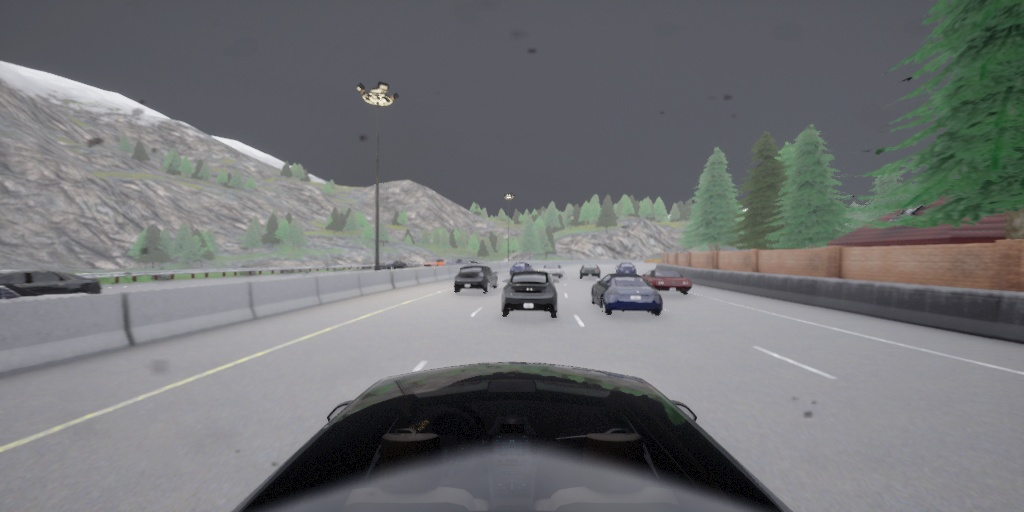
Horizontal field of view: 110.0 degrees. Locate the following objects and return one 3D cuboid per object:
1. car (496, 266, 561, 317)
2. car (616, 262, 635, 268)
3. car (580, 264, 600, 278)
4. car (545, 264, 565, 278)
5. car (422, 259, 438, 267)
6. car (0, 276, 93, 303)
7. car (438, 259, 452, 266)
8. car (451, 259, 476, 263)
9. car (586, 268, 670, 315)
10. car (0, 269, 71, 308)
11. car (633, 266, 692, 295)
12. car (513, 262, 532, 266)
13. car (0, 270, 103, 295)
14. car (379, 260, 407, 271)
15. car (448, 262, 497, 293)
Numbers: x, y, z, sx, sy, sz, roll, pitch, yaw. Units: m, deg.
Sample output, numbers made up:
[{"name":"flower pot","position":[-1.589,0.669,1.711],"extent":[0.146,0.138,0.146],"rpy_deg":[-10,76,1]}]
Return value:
[{"name":"car","position":[0.700,1.282,13.396],"extent":[1.837,1.490,4.892],"rpy_deg":[0,0,5]},{"name":"car","position":[11.817,1.385,37.140],"extent":[1.812,1.442,4.674],"rpy_deg":[0,0,14]},{"name":"car","position":[7.590,1.443,34.691],"extent":[1.895,1.301,4.718],"rpy_deg":[0,0,13]},{"name":"car","position":[3.998,1.434,34.683],"extent":[1.895,1.301,4.718],"rpy_deg":[0,0,13]},{"name":"car","position":[-12.011,1.189,55.682],"extent":[2.097,1.767,4.553],"rpy_deg":[0,0,19]},{"name":"car","position":[-13.851,1.329,8.562],"extent":[1.895,1.301,4.718],"rpy_deg":[0,0,3]},{"name":"car","position":[-8.741,1.195,54.464],"extent":[2.097,1.767,4.553],"rpy_deg":[0,0,19]},{"name":"car","position":[-6.301,1.348,50.667],"extent":[1.837,1.490,4.892],"rpy_deg":[0,-1,18]},{"name":"car","position":[4.258,1.352,13.861],"extent":[1.994,1.385,4.181],"rpy_deg":[0,0,5]},{"name":"car","position":[-20.598,1.268,13.170],"extent":[2.033,1.411,5.357],"rpy_deg":[0,0,4]},{"name":"car","position":[8.499,1.415,20.473],"extent":[1.895,1.301,4.718],"rpy_deg":[0,0,8]},{"name":"car","position":[1.018,1.356,37.203],"extent":[1.812,1.442,4.674],"rpy_deg":[0,0,13]},{"name":"car","position":[-17.133,1.232,11.999],"extent":[1.837,1.490,4.892],"rpy_deg":[0,0,4]},{"name":"car","position":[-17.080,1.291,51.333],"extent":[1.882,1.535,5.008],"rpy_deg":[0,0,17]},{"name":"car","position":[-1.999,1.292,20.971],"extent":[1.837,1.490,4.892],"rpy_deg":[0,0,7]}]
